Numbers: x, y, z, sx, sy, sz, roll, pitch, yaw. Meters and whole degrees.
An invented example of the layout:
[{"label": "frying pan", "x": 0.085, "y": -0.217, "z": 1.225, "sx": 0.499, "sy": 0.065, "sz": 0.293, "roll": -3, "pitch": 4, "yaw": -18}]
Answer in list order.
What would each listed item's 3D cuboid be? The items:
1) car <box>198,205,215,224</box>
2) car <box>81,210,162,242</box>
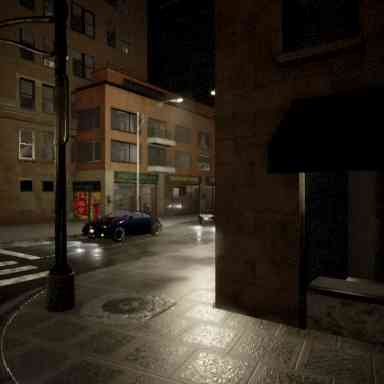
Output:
[{"label": "car", "x": 2.309, "y": 1.580, "z": 24.737, "sx": 1.812, "sy": 1.442, "sz": 4.674, "roll": 0, "pitch": 0, "yaw": 35}, {"label": "car", "x": -3.400, "y": 1.594, "z": 16.726, "sx": 1.994, "sy": 1.385, "sz": 4.181, "roll": 0, "pitch": 0, "yaw": 35}]
